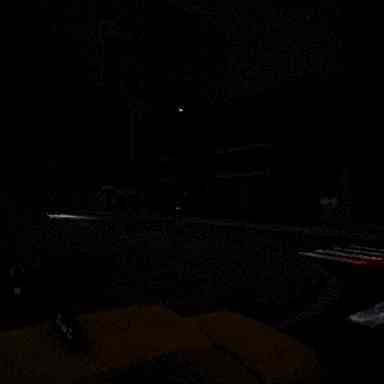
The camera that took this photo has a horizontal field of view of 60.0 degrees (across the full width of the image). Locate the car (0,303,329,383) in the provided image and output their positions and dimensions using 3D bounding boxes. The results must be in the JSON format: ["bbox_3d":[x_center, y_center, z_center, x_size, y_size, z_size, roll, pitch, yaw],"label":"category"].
[{"bbox_3d":[-1.043,1.526,2.078,4.829,1.417,1.752,0,1,-36],"label":"car"}]

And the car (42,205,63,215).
[{"bbox_3d":[-19.060,2.422,45.281,1.895,1.301,4.718,2,-2,-36],"label":"car"}]
